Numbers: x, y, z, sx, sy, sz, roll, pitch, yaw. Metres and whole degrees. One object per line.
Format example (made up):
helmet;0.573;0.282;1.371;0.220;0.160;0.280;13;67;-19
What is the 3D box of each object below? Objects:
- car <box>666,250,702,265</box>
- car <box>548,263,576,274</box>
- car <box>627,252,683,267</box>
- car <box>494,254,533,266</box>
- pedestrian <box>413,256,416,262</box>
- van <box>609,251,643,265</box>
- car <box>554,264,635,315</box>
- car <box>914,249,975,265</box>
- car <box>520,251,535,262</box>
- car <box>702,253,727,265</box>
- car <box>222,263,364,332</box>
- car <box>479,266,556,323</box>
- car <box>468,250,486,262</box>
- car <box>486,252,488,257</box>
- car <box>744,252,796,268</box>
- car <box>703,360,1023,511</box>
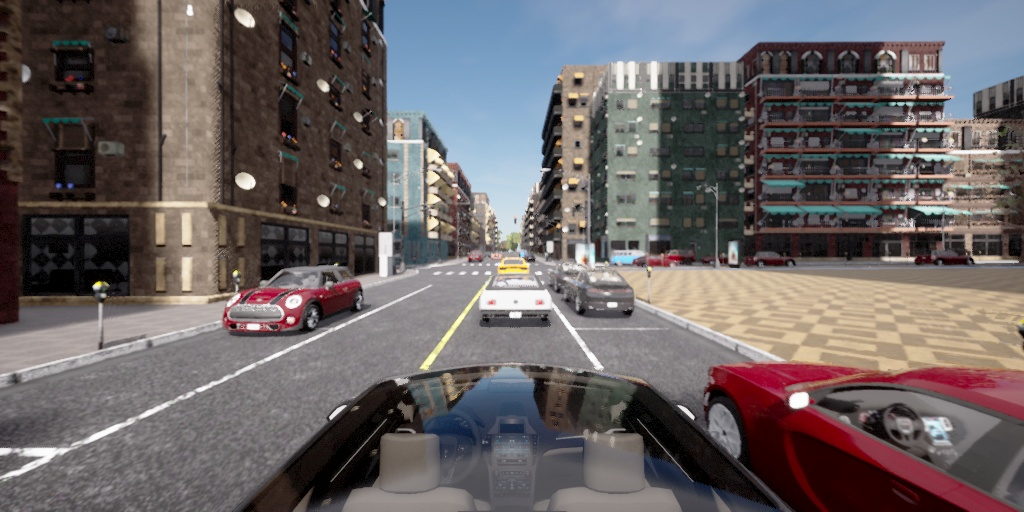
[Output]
car;19.291;0.171;42.830;5.009;1.841;2.192;0;0;0
car;2.818;0.988;17.867;2.007;1.370;4.403;0;0;0
car;13.703;0.520;34.489;4.207;1.307;1.802;0;0;0
car;0.089;0.830;22.323;1.882;1.535;5.008;0;1;0
pedestrian;-12.536;0.230;45.999;0.375;1.860;0.375;0;1;0
van;13.763;0.239;42.869;3.998;1.789;1.690;0;0;0
car;2.819;1.096;12.298;2.007;1.370;4.403;0;0;0
car;41.339;0.172;34.291;4.097;1.591;1.967;0;0;0
car;2.682;0.269;56.052;1.948;1.339;4.313;0;0;0
car;24.819;0.360;42.790;4.507;1.381;1.888;0;0;0
car;-5.821;1.028;10.061;1.967;1.591;4.097;0;0;0
car;0.095;1.165;11.309;1.895;1.301;4.718;0;1;0
car;-5.698;0.018;56.091;2.192;1.841;5.009;0;0;0
car;-5.699;0.141;61.661;1.888;1.381;4.507;0;0;0
car;24.758;0.294;34.409;4.097;1.591;1.967;0;0;0
car;2.775;1.292;1.869;1.888;1.381;4.507;0;0;0
